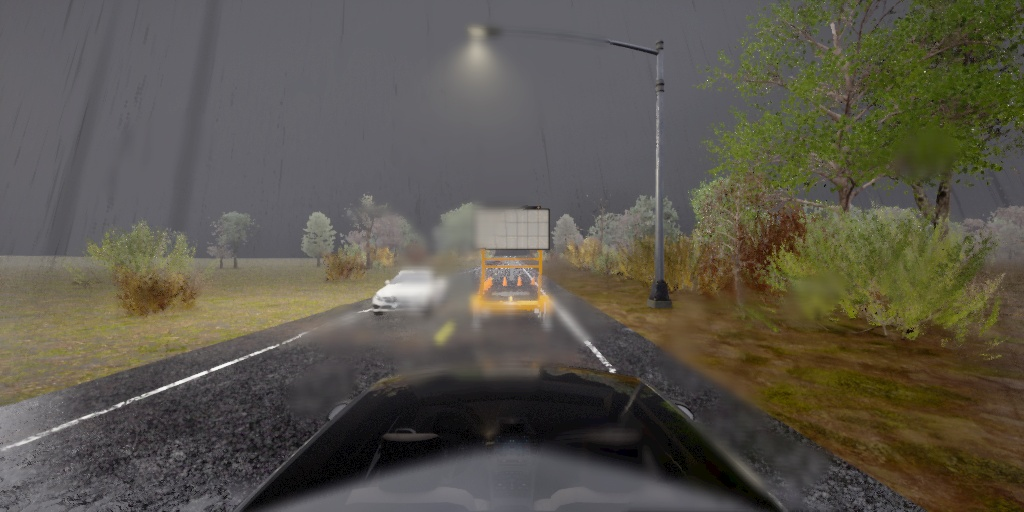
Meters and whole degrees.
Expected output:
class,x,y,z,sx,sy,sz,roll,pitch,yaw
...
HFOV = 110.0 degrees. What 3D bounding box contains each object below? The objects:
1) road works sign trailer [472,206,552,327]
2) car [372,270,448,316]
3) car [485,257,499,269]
class,x,y,z,sx,sy,sz,roll,pitch,yaw
road works sign trailer,0.002,0.214,11.529,2.380,3.560,2.880,0,0,0
car,-3.599,1.275,13.457,1.812,1.442,4.674,0,0,0
car,-3.578,1.270,56.783,1.994,1.385,4.181,0,0,0
